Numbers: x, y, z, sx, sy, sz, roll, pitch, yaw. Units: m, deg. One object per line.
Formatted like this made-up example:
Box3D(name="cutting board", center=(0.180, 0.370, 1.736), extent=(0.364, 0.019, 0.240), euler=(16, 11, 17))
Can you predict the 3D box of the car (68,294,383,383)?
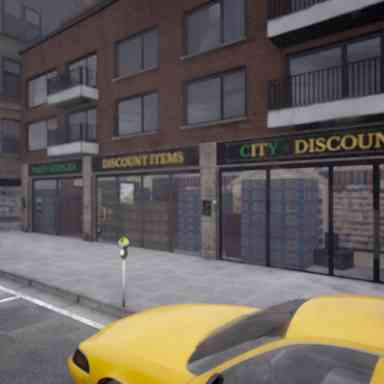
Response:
Box3D(name="car", center=(1.190, 1.459, 2.382), extent=(5.366, 1.575, 1.801), euler=(0, 0, 38))
